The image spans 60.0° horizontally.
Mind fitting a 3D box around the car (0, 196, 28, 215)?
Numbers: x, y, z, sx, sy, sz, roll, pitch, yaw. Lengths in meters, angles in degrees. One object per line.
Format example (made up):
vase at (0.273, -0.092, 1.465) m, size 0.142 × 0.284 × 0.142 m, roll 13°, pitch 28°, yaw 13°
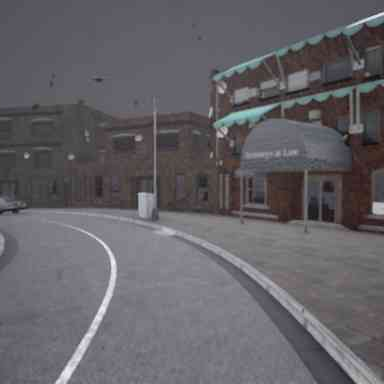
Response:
car at (-15.423, 1.041, 25.908) m, size 5.357 × 1.411 × 2.033 m, roll -1°, pitch 2°, yaw 18°
